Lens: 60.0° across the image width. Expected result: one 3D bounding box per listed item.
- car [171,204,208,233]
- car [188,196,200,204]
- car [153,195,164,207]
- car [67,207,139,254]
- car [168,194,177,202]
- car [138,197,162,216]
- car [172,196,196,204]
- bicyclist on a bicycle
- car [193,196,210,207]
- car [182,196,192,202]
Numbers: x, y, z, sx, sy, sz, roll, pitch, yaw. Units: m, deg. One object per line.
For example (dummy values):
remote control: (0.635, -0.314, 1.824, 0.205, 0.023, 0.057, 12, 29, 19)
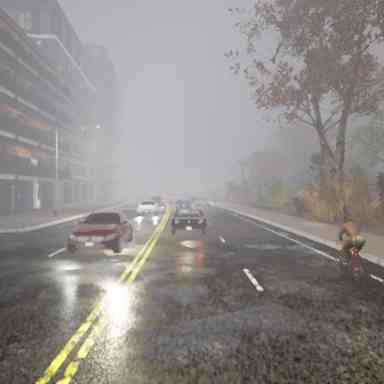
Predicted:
car: (-0.231, 1.587, 19.548, 1.895, 1.301, 4.718, 0, 0, -2)
car: (0.365, 1.460, 62.166, 1.812, 1.442, 4.674, 0, 0, -5)
car: (-5.315, 1.307, 50.959, 2.097, 1.767, 4.553, 0, 0, -4)
car: (-3.532, 1.519, 13.610, 1.812, 1.442, 4.674, 0, 0, -1)
car: (-4.162, 1.275, 74.589, 2.097, 1.767, 4.553, 0, 0, -7)
car: (-4.191, 1.503, 32.295, 1.812, 1.442, 4.674, 0, 0, -3)
car: (-1.015, 1.516, 37.848, 2.033, 1.411, 5.357, 0, 0, -3)
bicyclist on a bicycle: (4.059, 1.446, 8.532, 0.582, 1.620, 1.656, 0, 0, -1)
car: (1.471, 1.553, 49.549, 1.895, 1.301, 4.718, 0, 0, -4)
car: (-1.278, 1.505, 78.048, 1.895, 1.301, 4.718, 0, 0, -7)
